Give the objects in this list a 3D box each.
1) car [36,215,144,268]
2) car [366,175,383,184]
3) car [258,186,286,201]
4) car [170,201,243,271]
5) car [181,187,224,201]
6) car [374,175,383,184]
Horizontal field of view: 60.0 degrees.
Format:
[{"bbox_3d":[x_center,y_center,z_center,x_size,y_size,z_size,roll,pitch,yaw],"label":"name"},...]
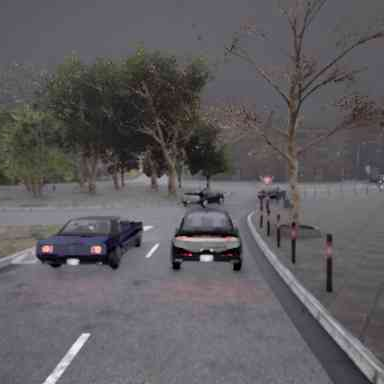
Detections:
[{"bbox_3d":[-2.802,1.358,10.368,1.895,1.301,4.718,0,2,3],"label":"car"},{"bbox_3d":[34.416,-2.383,61.584,2.185,1.767,4.553,-2,4,-16],"label":"car"},{"bbox_3d":[7.957,0.091,32.534,1.895,1.301,4.718,2,5,27],"label":"car"},{"bbox_3d":[0.454,1.261,10.159,2.128,1.511,4.902,0,2,3],"label":"car"},{"bbox_3d":[0.966,0.381,26.872,2.128,1.511,4.902,2,5,30],"label":"car"},{"bbox_3d":[37.065,-2.338,62.377,2.097,1.535,5.008,-2,4,-16],"label":"car"}]
